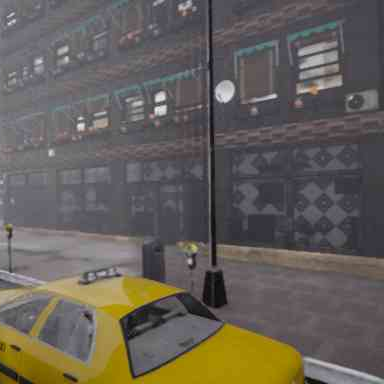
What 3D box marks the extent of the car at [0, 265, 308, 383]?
[{"bbox_3d":[-1.229,1.519,3.768,4.829,1.417,1.752,0,-1,36],"label":"car"}]
